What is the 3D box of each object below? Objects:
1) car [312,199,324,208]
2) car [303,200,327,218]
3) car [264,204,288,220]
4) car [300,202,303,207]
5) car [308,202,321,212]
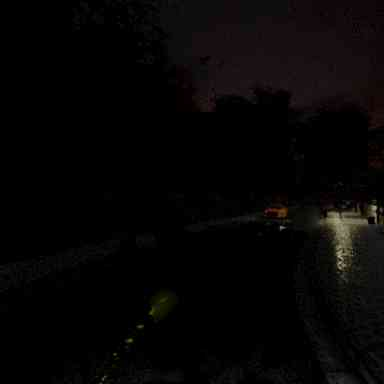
[{"bbox_3d":[26.336,2.452,69.523,2.097,1.767,4.553,0,-1,23],"label":"car"},{"bbox_3d":[14.072,1.936,37.537,2.097,1.767,4.553,-2,-2,23],"label":"car"},{"bbox_3d":[8.755,1.982,34.656,1.882,1.535,5.008,0,-1,23],"label":"car"},{"bbox_3d":[24.925,2.551,72.648,1.812,1.442,4.674,0,-1,23],"label":"car"},{"bbox_3d":[20.366,2.456,55.249,1.837,1.490,4.892,0,-1,23],"label":"car"}]
